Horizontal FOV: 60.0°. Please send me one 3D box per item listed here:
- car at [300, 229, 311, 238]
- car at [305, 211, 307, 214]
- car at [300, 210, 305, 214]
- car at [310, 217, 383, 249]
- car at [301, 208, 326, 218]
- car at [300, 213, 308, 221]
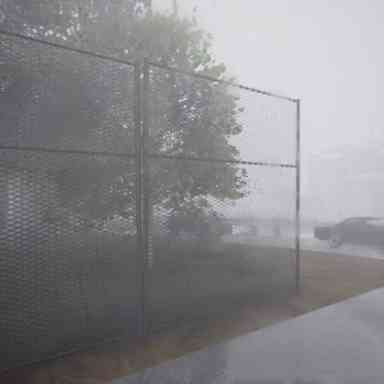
[{"bbox_3d":[8.028,4.453,25.581,2.435,2.045,5.566,0,1,36],"label":"car"},{"bbox_3d":[28.225,5.387,82.387,4.553,1.767,2.185,1,0,35],"label":"car"},{"bbox_3d":[23.285,5.390,78.949,5.008,1.535,2.097,1,0,36],"label":"car"},{"bbox_3d":[7.604,1.699,13.713,1.895,1.301,4.718,-1,-2,-33],"label":"car"},{"bbox_3d":[30.699,5.322,84.082,5.566,2.045,2.435,1,0,35],"label":"car"},{"bbox_3d":[14.397,4.410,46.592,2.185,1.767,4.553,0,0,36],"label":"car"}]
